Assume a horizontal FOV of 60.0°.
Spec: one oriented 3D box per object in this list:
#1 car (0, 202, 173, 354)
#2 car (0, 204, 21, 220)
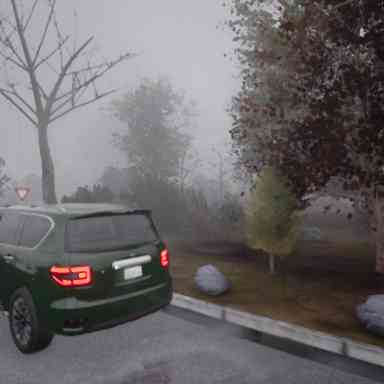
[{"bbox_3d":[-2.814,1.222,6.426,5.566,2.045,2.150,0,0,42],"label":"car"},{"bbox_3d":[-19.989,2.047,34.977,2.128,1.511,4.902,-1,-2,-8],"label":"car"}]
